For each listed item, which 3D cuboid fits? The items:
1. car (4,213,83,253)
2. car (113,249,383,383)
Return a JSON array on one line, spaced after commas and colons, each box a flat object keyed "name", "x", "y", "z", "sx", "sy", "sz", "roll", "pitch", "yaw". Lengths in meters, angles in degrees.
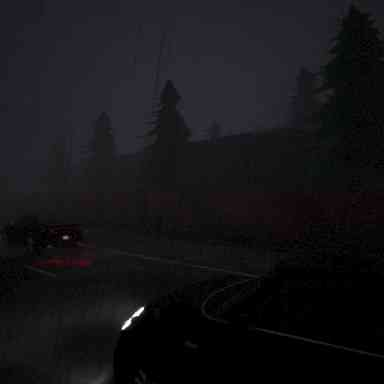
[{"name": "car", "x": -6.699, "y": 1.657, "z": 14.724, "sx": 5.008, "sy": 1.535, "sz": 1.882, "roll": -1, "pitch": -1, "yaw": 44}, {"name": "car", "x": 1.336, "y": 1.374, "z": 3.206, "sx": 4.553, "sy": 1.767, "sz": 2.097, "roll": -1, "pitch": -1, "yaw": 36}]
